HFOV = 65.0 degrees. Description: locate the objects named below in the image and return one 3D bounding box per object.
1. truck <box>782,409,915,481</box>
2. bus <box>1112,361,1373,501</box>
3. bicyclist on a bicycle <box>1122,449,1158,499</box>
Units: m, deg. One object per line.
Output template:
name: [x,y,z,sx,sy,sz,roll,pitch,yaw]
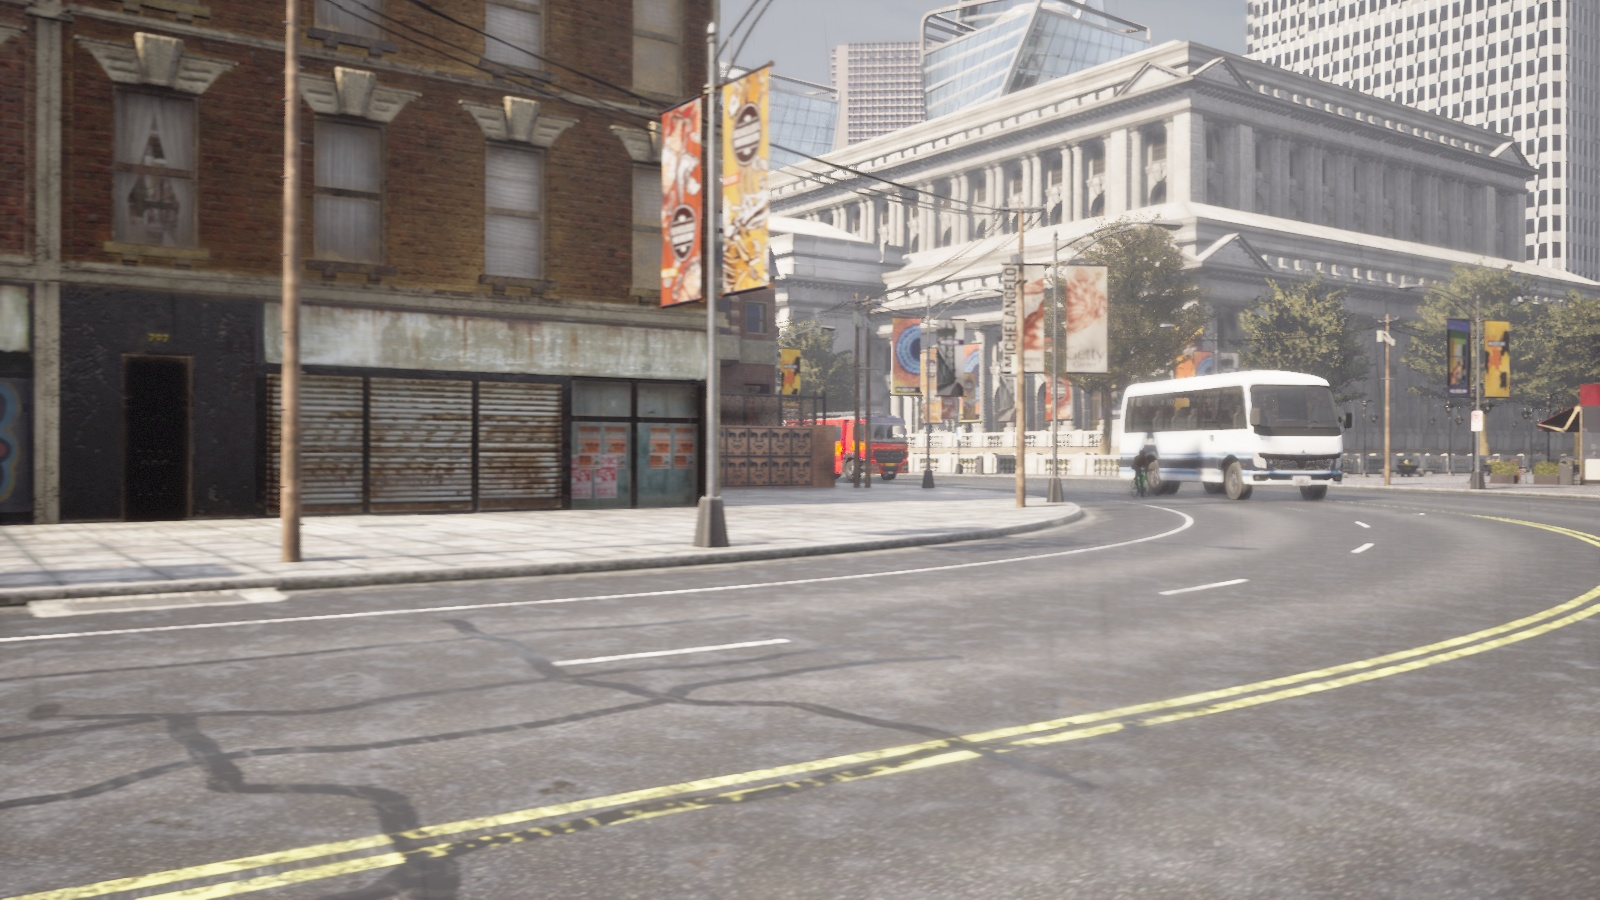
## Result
truck: [2.573,-0.253,70.340,2.891,3.827,8.468,0,0,-35]
bus: [14.816,-0.556,43.441,3.944,4.253,10.273,0,0,-10]
bicyclist on a bicycle: [11.370,0.777,42.017,0.582,1.620,1.656,0,0,-7]
